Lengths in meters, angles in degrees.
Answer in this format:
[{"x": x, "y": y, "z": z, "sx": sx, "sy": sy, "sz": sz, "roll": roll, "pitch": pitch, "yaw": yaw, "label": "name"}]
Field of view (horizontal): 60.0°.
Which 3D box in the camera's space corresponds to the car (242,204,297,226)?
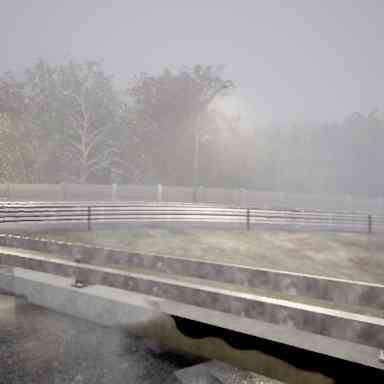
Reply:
[{"x": 6.480, "y": 1.798, "z": 27.973, "sx": 4.553, "sy": 1.767, "sz": 2.097, "roll": 4, "pitch": -1, "yaw": -17, "label": "car"}]
